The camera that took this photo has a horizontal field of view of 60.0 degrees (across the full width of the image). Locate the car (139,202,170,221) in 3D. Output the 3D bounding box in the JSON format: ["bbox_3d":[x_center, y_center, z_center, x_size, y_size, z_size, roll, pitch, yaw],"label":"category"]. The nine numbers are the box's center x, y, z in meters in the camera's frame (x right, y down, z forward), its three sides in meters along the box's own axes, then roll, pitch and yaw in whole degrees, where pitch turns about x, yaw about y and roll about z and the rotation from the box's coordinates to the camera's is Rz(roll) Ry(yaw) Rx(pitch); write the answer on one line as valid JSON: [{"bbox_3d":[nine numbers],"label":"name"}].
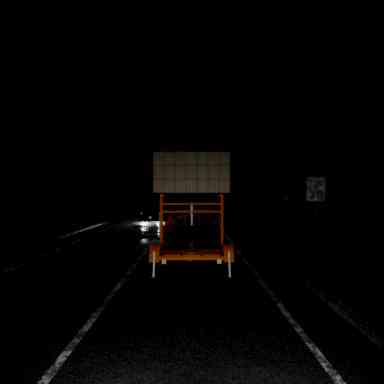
[{"bbox_3d":[-2.956,1.557,27.750,2.033,1.411,5.357,0,0,4],"label":"car"}]

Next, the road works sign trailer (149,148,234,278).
[{"bbox_3d":[-0.011,0.467,10.114,2.380,3.560,2.880,0,0,0],"label":"road works sign trailer"}]

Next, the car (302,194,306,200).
[{"bbox_3d":[26.068,0.850,72.872,5.008,1.535,1.882,-1,0,-31],"label":"car"}]
